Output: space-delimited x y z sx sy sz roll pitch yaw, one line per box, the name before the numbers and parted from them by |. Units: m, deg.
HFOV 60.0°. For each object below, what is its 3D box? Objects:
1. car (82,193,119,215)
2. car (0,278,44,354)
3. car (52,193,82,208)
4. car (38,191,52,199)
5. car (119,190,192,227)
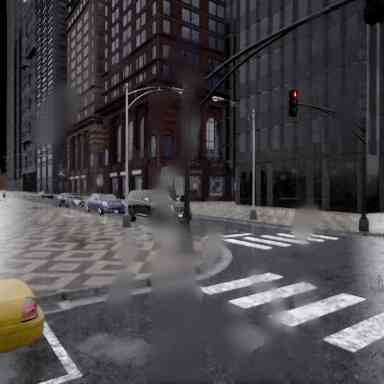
car | -7.166 0.882 27.659 2.097 1.767 4.553 0 1 -35
car | -4.282 1.524 3.601 4.829 1.417 1.752 0 0 -35
car | -13.184 0.837 36.062 2.128 1.511 4.902 0 1 -36
car | -26.415 0.463 59.988 1.994 1.385 4.181 0 1 -36
car | -2.248 0.908 20.795 2.150 2.045 5.566 0 1 -36
